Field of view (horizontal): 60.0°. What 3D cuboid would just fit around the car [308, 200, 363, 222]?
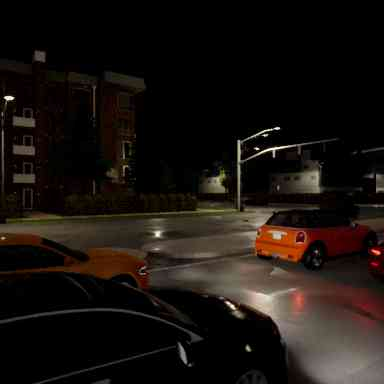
[{"bbox_3d":[11.633,1.486,26.864,5.008,1.535,1.882,0,0,-38],"label":"car"}]

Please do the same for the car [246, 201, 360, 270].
[{"bbox_3d":[4.282,1.355,11.212,4.553,1.767,2.097,0,0,-35],"label":"car"}]

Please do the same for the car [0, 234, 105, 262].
[{"bbox_3d":[-3.138,1.478,5.809,5.008,1.535,1.882,0,0,-35],"label":"car"}]

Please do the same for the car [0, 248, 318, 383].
[{"bbox_3d":[-1.198,1.505,2.894,4.892,1.490,1.837,0,0,-36],"label":"car"}]

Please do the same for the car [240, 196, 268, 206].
[{"bbox_3d":[9.975,1.577,52.559,1.994,1.385,4.181,0,0,-35],"label":"car"}]

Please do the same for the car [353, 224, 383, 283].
[{"bbox_3d":[6.268,1.529,8.336,4.674,1.442,1.812,0,0,-34],"label":"car"}]

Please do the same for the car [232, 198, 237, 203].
[{"bbox_3d":[9.802,1.540,65.121,1.812,1.442,4.674,0,0,-35],"label":"car"}]
